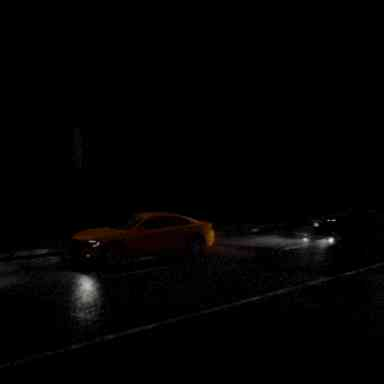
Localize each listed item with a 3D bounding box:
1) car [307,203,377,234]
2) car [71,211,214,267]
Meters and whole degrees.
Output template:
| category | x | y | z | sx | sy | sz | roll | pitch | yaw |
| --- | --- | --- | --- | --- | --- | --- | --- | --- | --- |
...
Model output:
| category | x | y | z | sx | sy | sz | roll | pitch | yaw |
| --- | --- | --- | --- | --- | --- | --- | --- | --- | --- |
| car | 8.385 | 1.404 | 18.484 | 4.902 | 1.511 | 2.128 | 0 | 0 | -35 |
| car | -1.537 | 1.440 | 11.477 | 5.008 | 1.535 | 1.882 | 0 | 0 | -35 |
